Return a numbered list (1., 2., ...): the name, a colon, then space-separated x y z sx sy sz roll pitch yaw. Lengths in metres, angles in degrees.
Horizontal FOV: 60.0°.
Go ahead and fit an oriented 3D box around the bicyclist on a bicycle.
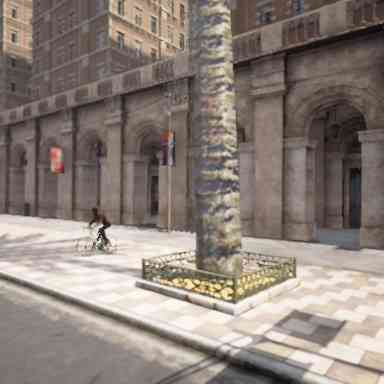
1. bicyclist on a bicycle: -3.174 1.345 11.240 0.582 1.620 1.656 0 -1 38
